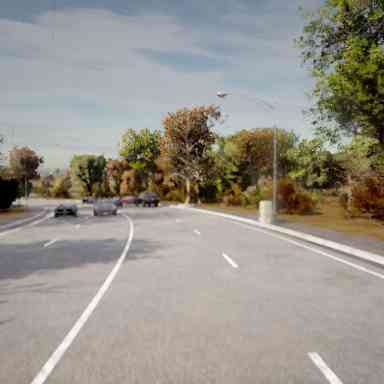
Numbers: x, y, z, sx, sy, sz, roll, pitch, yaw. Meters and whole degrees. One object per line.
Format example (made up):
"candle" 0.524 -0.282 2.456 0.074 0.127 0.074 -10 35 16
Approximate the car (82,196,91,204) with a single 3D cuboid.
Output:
"car" -20.465 1.637 66.230 2.128 1.511 4.902 -3 1 -34

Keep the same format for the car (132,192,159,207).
"car" -6.483 1.093 47.718 2.150 2.045 5.566 -2 1 -24

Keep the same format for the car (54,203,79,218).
"car" -11.812 1.696 31.475 1.895 1.301 4.718 -1 0 -16

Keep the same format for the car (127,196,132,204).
"car" -11.093 1.428 57.358 1.812 1.442 4.674 -2 1 -29

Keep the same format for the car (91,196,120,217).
"car" -8.346 1.371 31.986 2.097 1.767 4.553 -1 0 -15

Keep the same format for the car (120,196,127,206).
"car" -12.057 1.519 51.535 1.812 1.442 4.674 -2 1 -27
